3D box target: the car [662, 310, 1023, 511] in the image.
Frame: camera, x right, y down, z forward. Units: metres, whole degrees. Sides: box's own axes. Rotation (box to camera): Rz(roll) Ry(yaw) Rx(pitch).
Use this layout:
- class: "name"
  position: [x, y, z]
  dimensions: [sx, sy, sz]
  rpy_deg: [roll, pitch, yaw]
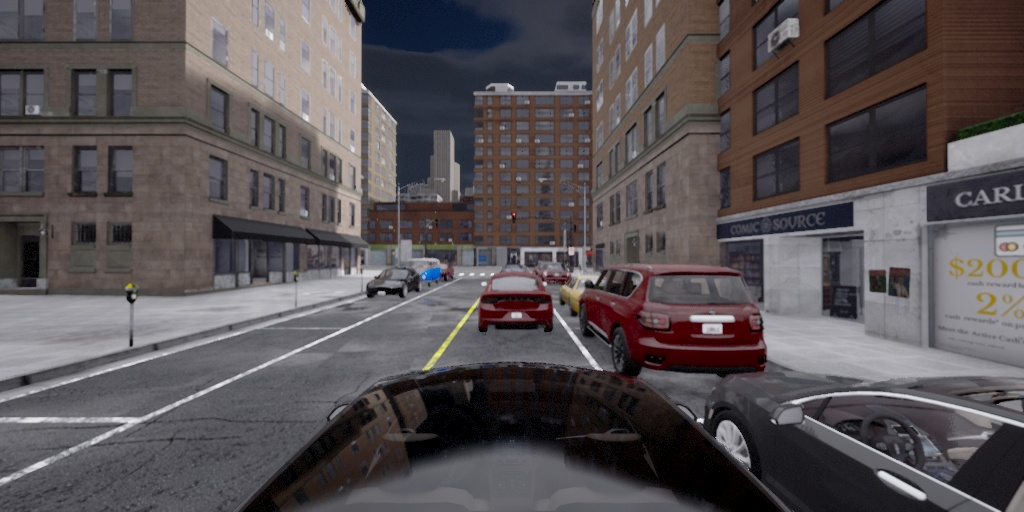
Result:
- class: "car"
  position: [2.668, 1.300, 1.709]
  dimensions: [2.007, 1.370, 4.403]
  rpy_deg: [0, 0, 0]

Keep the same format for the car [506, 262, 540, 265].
- class: "car"
  position: [0.131, 1.203, 19.006]
  dimensions: [2.128, 1.511, 4.902]
  rpy_deg: [0, 0, 0]

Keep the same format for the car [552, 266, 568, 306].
- class: "car"
  position: [2.689, 1.249, 12.844]
  dimensions: [1.751, 1.417, 4.829]
  rpy_deg: [0, 0, 0]

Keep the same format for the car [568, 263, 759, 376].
- class: "car"
  position: [2.678, 1.050, 7.191]
  dimensions: [2.192, 1.841, 5.009]
  rpy_deg: [0, 0, 0]

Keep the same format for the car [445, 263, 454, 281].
- class: "car"
  position: [-5.805, 1.238, 29.139]
  dimensions: [1.888, 1.381, 4.507]
  rpy_deg: [0, 0, 0]

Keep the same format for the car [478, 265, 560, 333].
- class: "car"
  position: [0.073, 1.206, 10.683]
  dimensions: [1.882, 1.535, 5.008]
  rpy_deg: [0, 0, -1]

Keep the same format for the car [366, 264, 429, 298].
- class: "car"
  position: [-5.826, 1.279, 18.174]
  dimensions: [1.948, 1.339, 4.313]
  rpy_deg: [0, 0, 0]

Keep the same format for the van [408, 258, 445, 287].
- class: "van"
  position: [-5.816, 1.044, 23.657]
  dimensions: [1.690, 1.789, 3.998]
  rpy_deg: [0, 0, 0]

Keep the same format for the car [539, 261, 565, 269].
- class: "car"
  position: [2.710, 1.143, 23.639]
  dimensions: [1.967, 1.591, 4.097]
  rpy_deg: [0, 0, 0]
